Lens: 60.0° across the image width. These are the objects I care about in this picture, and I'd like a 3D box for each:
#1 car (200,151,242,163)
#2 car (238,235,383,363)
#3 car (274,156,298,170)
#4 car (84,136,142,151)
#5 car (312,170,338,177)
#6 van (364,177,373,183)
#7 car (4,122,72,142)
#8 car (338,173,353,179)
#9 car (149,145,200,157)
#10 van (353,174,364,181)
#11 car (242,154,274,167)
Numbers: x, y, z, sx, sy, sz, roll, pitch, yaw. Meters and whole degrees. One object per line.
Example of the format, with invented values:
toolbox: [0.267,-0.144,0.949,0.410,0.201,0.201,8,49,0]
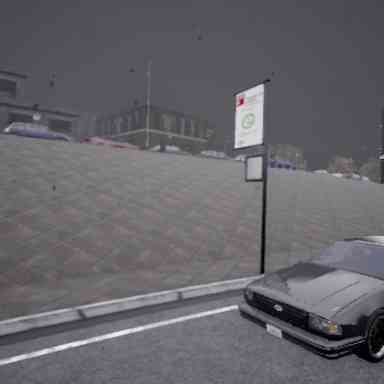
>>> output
car: [2.262,-3.375,33.988,4.892,1.521,2.231,2,-1,-38]
car: [3.419,1.531,5.941,5.357,1.411,2.033,0,0,-31]
car: [10.890,-3.220,41.205,5.566,2.045,2.435,3,-1,-40]
car: [-6.415,-3.687,27.333,4.792,1.488,2.163,2,-1,-36]
car: [19.022,-2.445,48.646,4.674,1.452,2.002,4,-2,-43]
van: [30.834,-1.817,60.510,1.878,1.987,4.442,1,-2,44]
car: [-11.055,-4.020,23.987,4.553,1.767,2.185,2,-1,-34]
car: [22.998,-2.170,52.497,4.674,1.452,2.002,4,-2,-44]
car: [-2.002,-3.505,30.643,4.674,1.452,2.002,2,-1,-37]
van: [27.020,-2.133,56.505,4.442,1.987,1.878,4,-2,-45]
car: [6.619,-3.308,37.566,4.553,1.767,2.185,3,-1,-39]
